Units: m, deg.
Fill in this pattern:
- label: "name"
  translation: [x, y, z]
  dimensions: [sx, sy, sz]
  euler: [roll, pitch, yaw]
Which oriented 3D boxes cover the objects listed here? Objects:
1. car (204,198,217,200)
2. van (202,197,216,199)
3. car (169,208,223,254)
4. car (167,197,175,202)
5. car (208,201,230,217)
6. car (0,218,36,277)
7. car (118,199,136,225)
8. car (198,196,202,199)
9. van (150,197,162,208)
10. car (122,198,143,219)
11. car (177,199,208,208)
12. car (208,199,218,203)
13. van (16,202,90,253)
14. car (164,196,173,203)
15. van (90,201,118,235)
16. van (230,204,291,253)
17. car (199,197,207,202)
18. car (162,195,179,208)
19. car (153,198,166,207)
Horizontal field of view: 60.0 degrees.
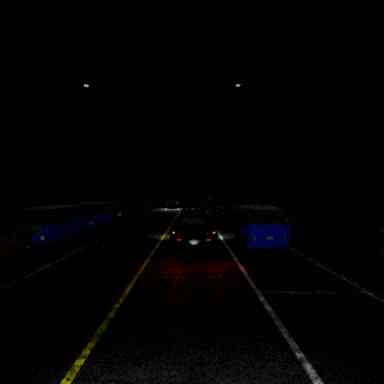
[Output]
- label: "car"
  translation: [2.766, 1.773, 41.864]
  dimensions: [1.947, 1.339, 4.313]
  euler: [0, 0, 0]
- label: "van"
  translation: [2.766, 1.575, 47.506]
  dimensions: [1.690, 1.788, 3.998]
  euler: [0, 0, 0]
- label: "car"
  translation: [0.068, 1.596, 13.826]
  dimensions: [1.812, 1.442, 4.674]
  euler: [0, -1, 0]
- label: "car"
  translation: [-5.751, 2.011, 92.630]
  dimensions: [1.947, 1.339, 4.313]
  euler: [0, 0, 0]
- label: "car"
  translation: [2.765, 1.734, 30.583]
  dimensions: [1.802, 1.307, 4.206]
  euler: [0, 0, 0]
- label: "car"
  translation: [-5.764, 1.566, 7.847]
  dimensions: [1.752, 1.417, 4.829]
  euler: [0, 0, 0]
- label: "car"
  translation: [-5.762, 1.565, 24.940]
  dimensions: [1.967, 1.590, 4.097]
  euler: [0, 0, 0]
- label: "car"
  translation: [2.371, 1.829, 71.804]
  dimensions: [1.882, 1.535, 5.008]
  euler: [0, 0, 0]
- label: "van"
  translation: [-5.758, 1.603, 53.145]
  dimensions: [1.690, 1.788, 3.998]
  euler: [0, 0, 0]
- label: "car"
  translation: [-5.762, 1.467, 30.582]
  dimensions: [2.192, 1.841, 5.009]
  euler: [0, 0, 0]
- label: "car"
  translation: [0.074, 1.640, 29.657]
  dimensions: [2.128, 1.511, 4.902]
  euler: [0, 0, 0]
- label: "car"
  translation: [2.766, 1.761, 36.224]
  dimensions: [1.802, 1.307, 4.206]
  euler: [0, 0, 0]
- label: "van"
  translation: [-5.764, 1.410, 13.659]
  dimensions: [1.690, 1.788, 3.998]
  euler: [0, 0, 0]
- label: "car"
  translation: [-5.753, 1.836, 81.348]
  dimensions: [1.967, 1.590, 4.097]
  euler: [0, 0, 0]
- label: "van"
  translation: [-5.763, 1.438, 19.299]
  dimensions: [1.690, 1.788, 3.998]
  euler: [0, 0, 0]
- label: "van"
  translation: [2.761, 1.409, 13.662]
  dimensions: [1.690, 1.788, 3.998]
  euler: [0, 0, 0]
- label: "car"
  translation: [2.773, 1.986, 86.989]
  dimensions: [1.947, 1.339, 4.313]
  euler: [0, 0, 0]
- label: "car"
  translation: [-3.069, 1.609, 52.129]
  dimensions: [2.097, 1.767, 4.553]
  euler: [0, 0, 0]
- label: "car"
  translation: [-5.756, 1.834, 58.785]
  dimensions: [1.887, 1.381, 4.507]
  euler: [0, 0, 0]
